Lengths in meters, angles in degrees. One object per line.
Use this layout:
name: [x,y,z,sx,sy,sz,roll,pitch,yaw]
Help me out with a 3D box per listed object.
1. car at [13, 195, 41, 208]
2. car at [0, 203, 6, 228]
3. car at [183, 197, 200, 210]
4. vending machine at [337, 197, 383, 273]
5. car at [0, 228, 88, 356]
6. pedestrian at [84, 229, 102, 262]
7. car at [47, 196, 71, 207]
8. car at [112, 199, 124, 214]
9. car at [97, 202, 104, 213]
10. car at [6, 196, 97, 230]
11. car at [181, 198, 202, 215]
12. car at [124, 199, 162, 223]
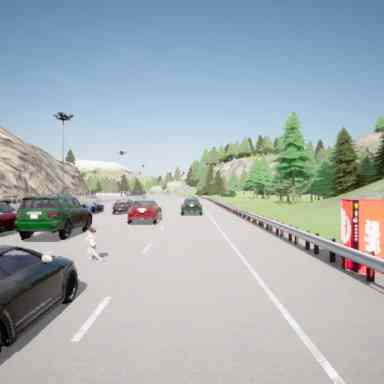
car: [-24.778,1.351,50.147,2.097,1.767,4.553,0,0,0]
car: [-10.467,1.352,17.743,2.097,1.767,4.553,0,0,0]
car: [-0.097,1.491,44.458,2.128,1.511,4.902,0,0,0]
vending machine: [4.964,1.195,9.694,1.100,2.100,0.880,0,0,0]
car: [-3.420,1.562,5.487,1.994,1.385,4.181,0,0,0]
pedestrian: [-3.187,1.674,10.712,0.500,1.100,0.500,0,0,0]
car: [-21.288,1.504,53.451,1.837,1.490,4.892,0,0,0]
car: [-7.031,1.491,34.889,2.128,1.511,4.902,0,0,0]
car: [-10.529,1.601,34.470,1.895,1.301,4.718,0,0,0]
car: [-6.964,1.216,17.327,2.150,2.045,5.566,0,-1,0]
car: [-0.037,1.352,34.316,2.097,1.767,4.553,0,0,0]
car: [-3.494,1.352,25.264,2.097,1.767,4.553,0,0,0]
